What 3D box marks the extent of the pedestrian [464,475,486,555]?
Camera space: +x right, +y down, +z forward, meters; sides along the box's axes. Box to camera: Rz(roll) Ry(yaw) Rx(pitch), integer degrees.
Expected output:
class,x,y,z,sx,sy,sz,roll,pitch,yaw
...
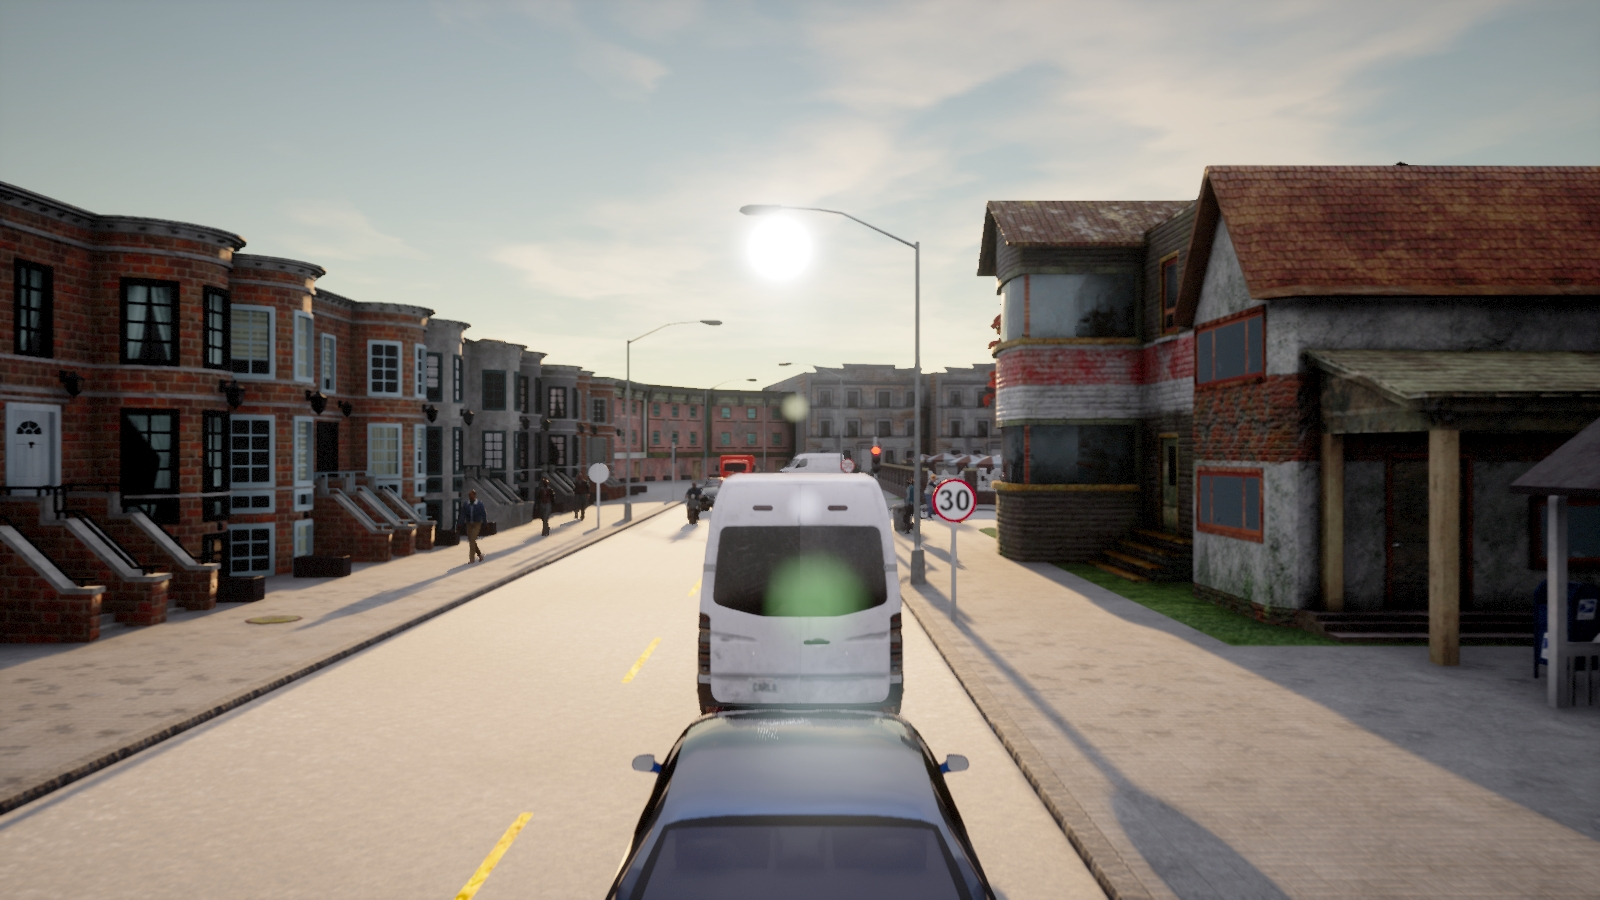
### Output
class,x,y,z,sx,sy,sz,roll,pitch,yaw
pedestrian,-7.686,1.525,26.994,0.375,1.860,0.375,0,0,10

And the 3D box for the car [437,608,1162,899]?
class,x,y,z,sx,sy,sz,roll,pitch,yaw
car,-0.001,1.886,5.882,2.033,1.411,5.357,0,0,0

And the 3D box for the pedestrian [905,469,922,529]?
class,x,y,z,sx,sy,sz,roll,pitch,yaw
pedestrian,3.554,1.524,35.888,0.375,1.860,0.375,0,0,-43

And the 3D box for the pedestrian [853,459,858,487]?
class,x,y,z,sx,sy,sz,roll,pitch,yaw
pedestrian,3.732,1.525,76.685,0.375,1.860,0.375,0,0,2

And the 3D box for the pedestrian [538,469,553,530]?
class,x,y,z,sx,sy,sz,roll,pitch,yaw
pedestrian,-7.880,1.524,35.399,0.375,1.860,0.375,0,0,0

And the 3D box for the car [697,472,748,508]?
class,x,y,z,sx,sy,sz,roll,pitch,yaw
car,-3.691,1.828,53.537,2.128,1.511,4.902,0,0,-7

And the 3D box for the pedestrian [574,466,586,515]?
class,x,y,z,sx,sy,sz,roll,pitch,yaw
pedestrian,-8.347,1.527,43.379,0.375,1.860,0.375,0,0,7

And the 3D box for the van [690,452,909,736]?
class,x,y,z,sx,sy,sz,roll,pitch,yaw
van,-0.004,1.314,13.334,1.988,2.561,5.915,0,0,0

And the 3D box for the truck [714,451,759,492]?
class,x,y,z,sx,sy,sz,roll,pitch,yaw
truck,-4.036,1.341,73.259,2.627,2.467,5.204,0,0,0
